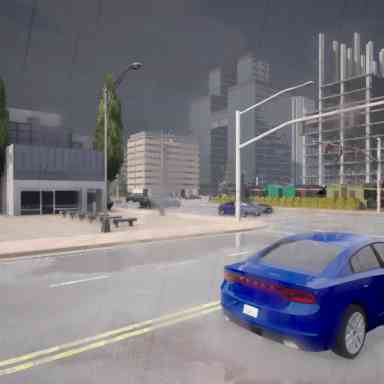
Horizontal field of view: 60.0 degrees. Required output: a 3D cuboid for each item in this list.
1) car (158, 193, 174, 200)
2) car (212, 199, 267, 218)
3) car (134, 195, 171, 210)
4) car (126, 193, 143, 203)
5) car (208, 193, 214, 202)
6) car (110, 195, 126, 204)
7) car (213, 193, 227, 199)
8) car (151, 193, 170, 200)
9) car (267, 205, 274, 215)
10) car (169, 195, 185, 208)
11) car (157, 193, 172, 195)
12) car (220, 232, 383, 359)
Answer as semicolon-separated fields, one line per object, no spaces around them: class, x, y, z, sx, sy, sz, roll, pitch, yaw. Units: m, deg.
car;-6.728;1.156;87.162;3.866;1.878;1.905;0;0;-38
car;4.170;1.526;29.932;1.812;1.442;4.674;0;0;-34
car;-5.154;1.505;42.815;1.837;1.490;4.892;0;0;-36
car;-12.121;1.225;70.345;2.150;2.045;5.566;0;0;-36
car;5.279;1.156;71.640;3.866;1.878;1.905;0;0;-38
car;-14.684;1.393;61.962;2.097;1.767;4.553;0;0;-36
car;7.037;1.395;69.339;3.806;1.475;1.970;0;0;-38
car;-8.451;1.153;89.487;4.605;1.855;1.932;0;0;-38
car;6.168;1.564;33.245;1.994;1.385;4.181;0;0;-36
car;-3.407;1.526;46.363;1.812;1.442;4.674;0;0;-36
car;-6.249;1.352;62.455;2.097;1.767;4.553;0;0;-36
car;2.744;1.478;6.100;5.008;1.535;1.882;0;0;-38
